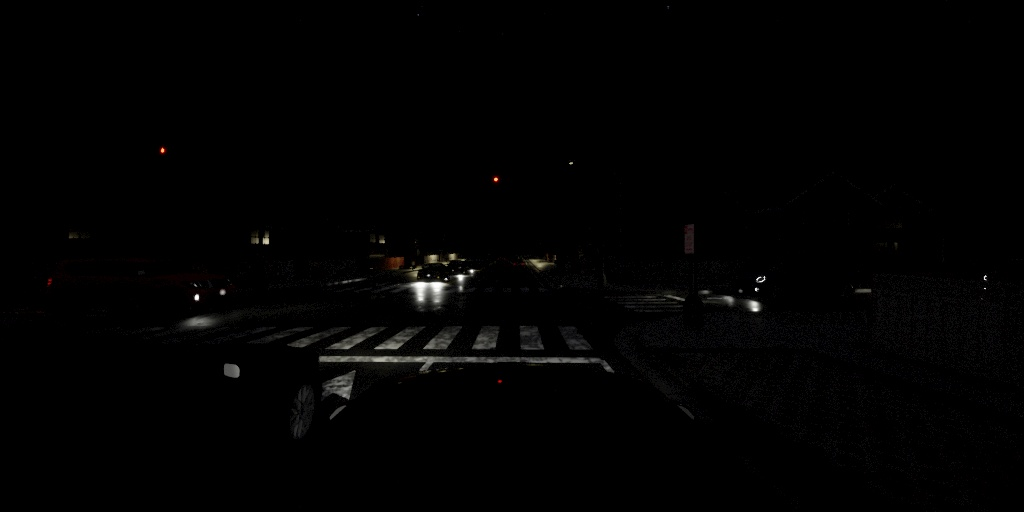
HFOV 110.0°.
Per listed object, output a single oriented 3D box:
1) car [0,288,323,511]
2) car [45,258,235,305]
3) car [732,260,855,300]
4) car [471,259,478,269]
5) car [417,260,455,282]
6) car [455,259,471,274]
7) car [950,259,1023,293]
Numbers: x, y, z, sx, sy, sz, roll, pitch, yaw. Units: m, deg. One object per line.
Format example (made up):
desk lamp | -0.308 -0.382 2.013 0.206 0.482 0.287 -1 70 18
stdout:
car | -3.153 1.228 2.192 1.882 1.535 5.008 0 0 1
car | -14.008 1.077 13.732 5.566 2.045 2.150 -1 0 -4
car | 12.647 0.994 16.349 4.553 1.767 2.097 0 0 -1
car | -5.767 1.061 49.419 2.033 1.411 5.357 0 1 2
car | -6.137 1.251 28.484 1.994 1.385 4.181 0 0 1
car | -5.964 1.166 38.776 1.812 1.442 4.674 0 0 1
car | 22.720 0.914 16.451 4.553 1.767 2.097 0 0 0
